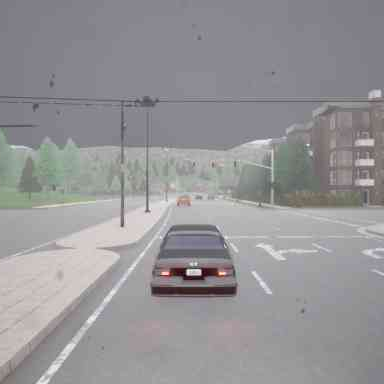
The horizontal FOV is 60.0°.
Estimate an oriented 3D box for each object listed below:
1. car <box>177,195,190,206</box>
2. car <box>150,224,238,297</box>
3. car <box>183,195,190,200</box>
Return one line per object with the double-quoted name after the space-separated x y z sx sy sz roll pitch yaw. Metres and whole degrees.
-1.364 1.352 54.470 2.097 1.767 4.553 0 0 -1 "car"
0.042 1.547 8.725 2.033 1.411 5.357 0 0 0 "car"
-1.556 1.524 95.473 1.812 1.442 4.674 0 0 0 "car"
